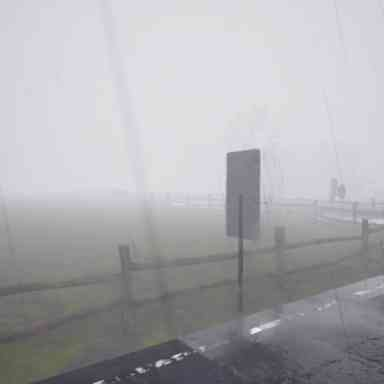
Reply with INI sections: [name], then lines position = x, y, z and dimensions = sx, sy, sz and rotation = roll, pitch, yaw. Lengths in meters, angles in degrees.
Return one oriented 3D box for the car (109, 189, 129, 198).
[car]
position = -12.016, 0.216, 54.750
dimensions = 2.128, 1.511, 4.902
rotation = 0, 1, -35
